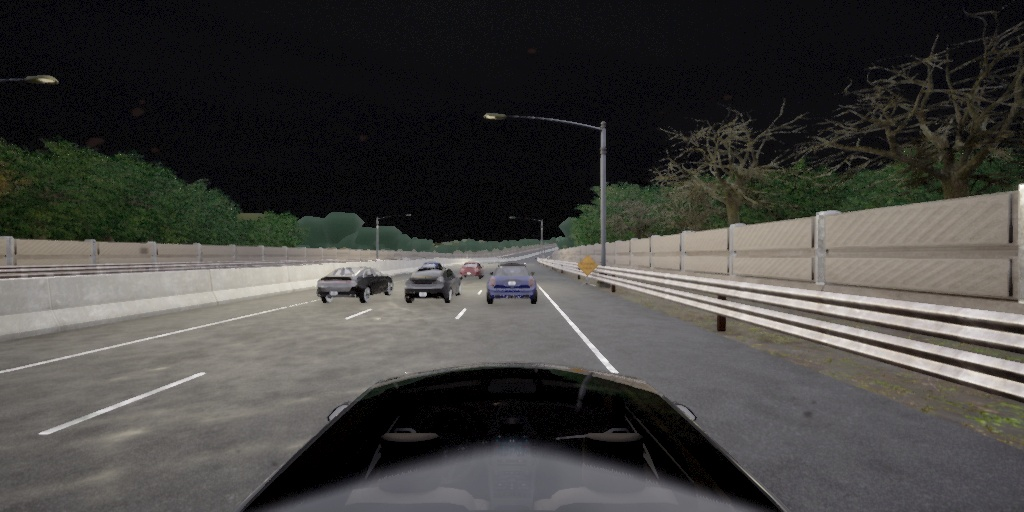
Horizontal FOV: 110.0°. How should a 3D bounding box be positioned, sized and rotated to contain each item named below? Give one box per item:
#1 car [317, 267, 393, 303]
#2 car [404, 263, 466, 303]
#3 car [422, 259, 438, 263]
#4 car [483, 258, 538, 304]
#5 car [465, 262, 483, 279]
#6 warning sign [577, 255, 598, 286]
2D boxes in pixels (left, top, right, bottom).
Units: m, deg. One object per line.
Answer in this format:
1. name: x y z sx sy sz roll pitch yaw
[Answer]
1. car: -6.999 1.235 16.506 2.128 1.511 4.902 0 0 0
2. car: -3.499 1.257 16.507 1.837 1.490 4.892 0 0 0
3. car: -6.999 1.249 31.513 1.812 1.442 4.674 0 0 0
4. car: 0.001 1.107 16.476 2.097 1.767 4.553 0 0 0
5. car: -3.499 1.249 31.513 1.812 1.442 4.674 0 0 0
6. warning sign: 4.551 0.850 21.818 1.300 1.860 1.060 0 0 0
